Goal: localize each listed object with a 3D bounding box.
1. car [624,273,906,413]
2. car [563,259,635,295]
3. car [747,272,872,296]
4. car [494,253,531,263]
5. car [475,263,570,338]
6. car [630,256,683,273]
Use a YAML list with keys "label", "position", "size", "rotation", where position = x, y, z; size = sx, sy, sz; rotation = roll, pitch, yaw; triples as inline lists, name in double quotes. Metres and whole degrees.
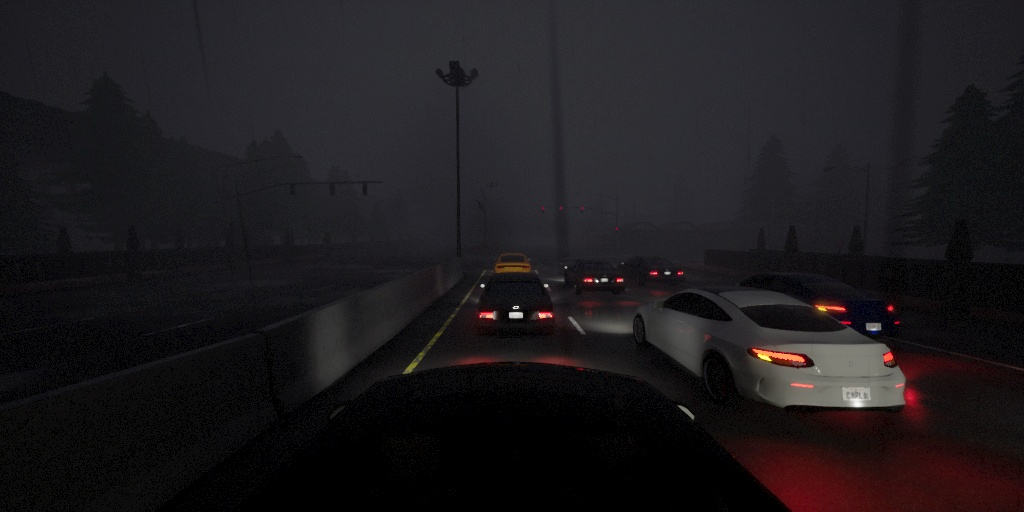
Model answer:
- label: "car"
  position: [3.581, 1.225, 6.038]
  size: [1.812, 1.442, 4.674]
  rotation: [0, 1, 0]
- label: "car"
  position: [3.534, 0.823, 16.205]
  size: [2.033, 1.411, 5.357]
  rotation: [0, 3, 0]
- label: "car"
  position: [7.066, 1.137, 9.310]
  size: [1.812, 1.442, 4.674]
  rotation: [0, 2, 0]
- label: "car"
  position: [0.024, 0.562, 19.515]
  size: [1.882, 1.535, 5.008]
  rotation: [0, 3, 0]
- label: "car"
  position: [0.069, 1.143, 9.720]
  size: [2.033, 1.411, 5.357]
  rotation: [0, 2, 0]
- label: "car"
  position: [7.029, 0.681, 18.710]
  size: [2.033, 1.411, 5.357]
  rotation: [0, 3, 0]
